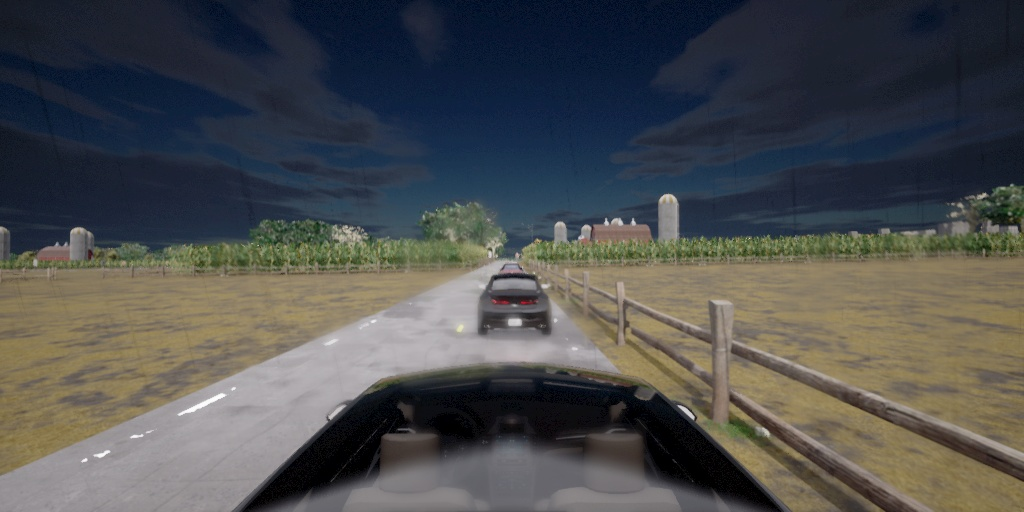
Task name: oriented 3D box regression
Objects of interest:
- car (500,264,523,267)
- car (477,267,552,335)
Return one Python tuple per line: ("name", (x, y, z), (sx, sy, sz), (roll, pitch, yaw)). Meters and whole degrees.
("car", (-0.028, 1.253, 27.349), (1.994, 1.385, 4.181), (0, 0, 0))
("car", (0.058, 1.239, 10.451), (1.837, 1.490, 4.892), (0, 0, 0))
